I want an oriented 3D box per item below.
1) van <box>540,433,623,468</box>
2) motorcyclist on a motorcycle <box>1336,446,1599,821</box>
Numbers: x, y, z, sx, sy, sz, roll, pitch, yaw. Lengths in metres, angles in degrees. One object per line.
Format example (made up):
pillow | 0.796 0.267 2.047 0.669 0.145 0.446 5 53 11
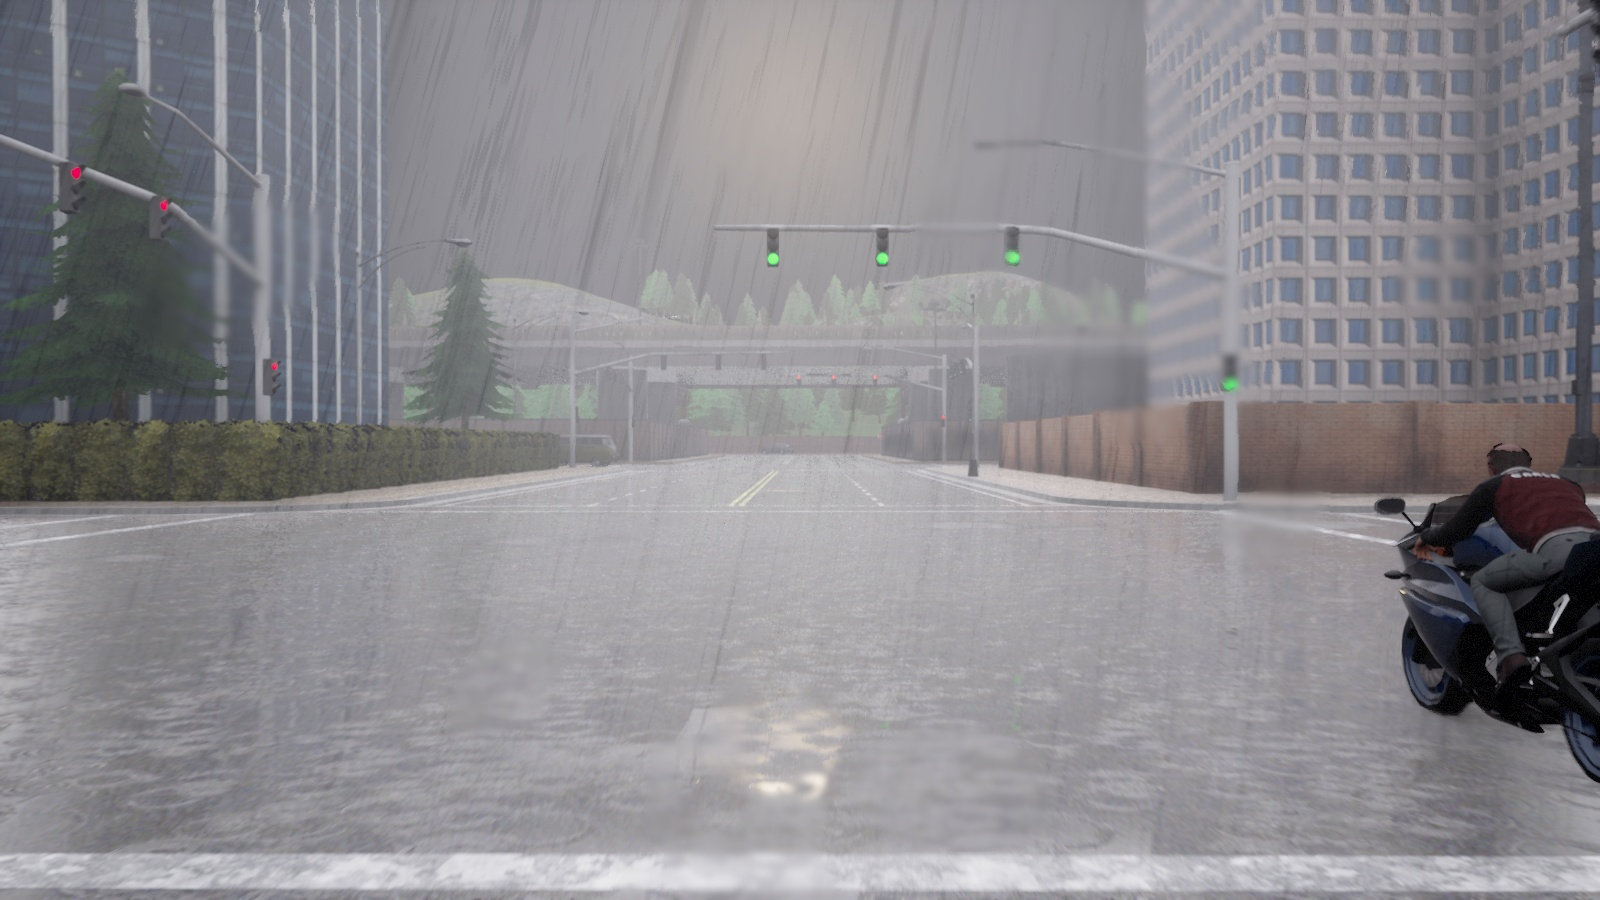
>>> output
van | -12.821 0.033 73.815 4.442 1.987 1.775 1 0 8
motorcyclist on a motorcycle | 3.558 0.749 6.229 0.866 1.530 2.191 0 0 0
